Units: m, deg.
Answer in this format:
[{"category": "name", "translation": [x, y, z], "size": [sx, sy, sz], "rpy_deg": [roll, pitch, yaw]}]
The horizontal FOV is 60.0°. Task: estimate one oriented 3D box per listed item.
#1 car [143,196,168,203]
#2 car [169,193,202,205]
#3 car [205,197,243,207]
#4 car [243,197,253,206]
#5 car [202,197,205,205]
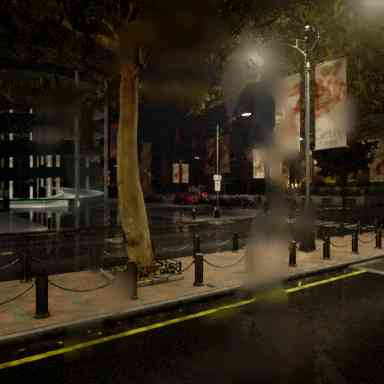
[{"category": "car", "translation": [-7.809, 1.478, 66.769], "size": [5.008, 1.535, 1.882], "rpy_deg": [0, 0, 42]}, {"category": "car", "translation": [-1.149, 1.221, 58.927], "size": [2.150, 2.045, 5.566], "rpy_deg": [0, 0, -36]}, {"category": "car", "translation": [4.758, 1.547, 50.625], "size": [2.033, 1.411, 5.357], "rpy_deg": [0, 0, -35]}, {"category": "car", "translation": [7.516, 1.491, 52.769], "size": [2.128, 1.511, 4.902], "rpy_deg": [0, 0, -35]}, {"category": "car", "translation": [1.871, 1.547, 60.719], "size": [2.033, 1.411, 5.357], "rpy_deg": [0, 0, -36]}]
